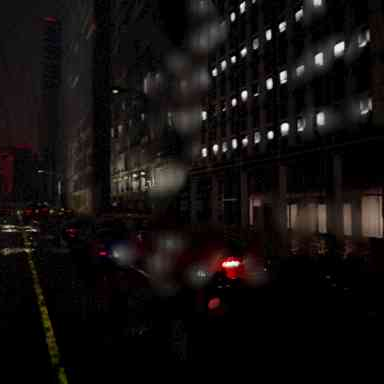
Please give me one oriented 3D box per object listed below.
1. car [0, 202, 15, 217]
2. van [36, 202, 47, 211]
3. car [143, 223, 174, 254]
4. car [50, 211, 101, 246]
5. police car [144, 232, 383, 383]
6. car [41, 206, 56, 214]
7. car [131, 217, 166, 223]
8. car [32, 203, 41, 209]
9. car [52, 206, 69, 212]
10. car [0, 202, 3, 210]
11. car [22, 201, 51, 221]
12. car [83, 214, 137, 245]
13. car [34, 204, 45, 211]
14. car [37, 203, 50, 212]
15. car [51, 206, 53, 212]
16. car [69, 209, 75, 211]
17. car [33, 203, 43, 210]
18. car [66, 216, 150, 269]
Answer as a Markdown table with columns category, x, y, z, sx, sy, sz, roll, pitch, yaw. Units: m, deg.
| category | x | y | z | sx | sy | sz | roll | pitch | yaw |
| --- | --- | --- | --- | --- | --- | --- | --- | --- | --- |
| car | -25.297 | 2.570 | 45.424 | 1.882 | 1.535 | 5.008 | 1 | -2 | -28 |
| van | -30.897 | 2.984 | 68.091 | 1.690 | 1.788 | 3.998 | 2 | -2 | -28 |
| car | 0.380 | 1.784 | 9.331 | 1.887 | 1.381 | 4.507 | 2 | -2 | -28 |
| car | -6.181 | 1.965 | 17.705 | 1.812 | 1.442 | 4.674 | 1 | -2 | -28 |
| police car | 1.331 | 1.526 | 3.708 | 1.930 | 1.638 | 5.238 | 1 | -2 | -28 |
| car | -23.081 | 2.876 | 53.394 | 1.802 | 1.307 | 4.206 | 2 | -2 | -28 |
| car | -2.224 | 1.798 | 14.230 | 1.967 | 1.590 | 4.097 | 2 | -2 | -28 |
| car | -38.800 | 3.518 | 82.923 | 1.752 | 1.417 | 4.829 | 2 | -2 | -28 |
| car | -12.654 | 2.377 | 33.811 | 2.008 | 1.369 | 4.403 | 2 | -2 | -28 |
| car | -46.042 | 3.193 | 78.779 | 2.192 | 1.841 | 5.009 | 2 | -2 | -28 |
| car | -17.251 | 2.115 | 36.745 | 2.150 | 2.045 | 5.566 | 1 | -1 | -28 |
| car | -4.833 | 2.020 | 19.123 | 1.887 | 1.381 | 4.507 | 2 | -2 | -28 |
| car | -33.508 | 3.324 | 72.979 | 1.947 | 1.339 | 4.313 | 2 | -2 | -28 |
| car | -28.292 | 2.967 | 63.191 | 1.967 | 1.590 | 4.097 | 2 | -2 | -28 |
| car | -17.946 | 2.589 | 43.753 | 1.752 | 1.417 | 4.829 | 2 | -2 | -28 |
| car | -7.440 | 2.137 | 24.019 | 1.887 | 1.381 | 4.507 | 2 | -2 | -28 |
| car | -36.112 | 3.314 | 77.879 | 1.967 | 1.590 | 4.097 | 2 | -2 | -28 |
| car | -3.335 | 1.837 | 12.426 | 1.812 | 1.442 | 4.674 | 1 | -2 | -28 |
